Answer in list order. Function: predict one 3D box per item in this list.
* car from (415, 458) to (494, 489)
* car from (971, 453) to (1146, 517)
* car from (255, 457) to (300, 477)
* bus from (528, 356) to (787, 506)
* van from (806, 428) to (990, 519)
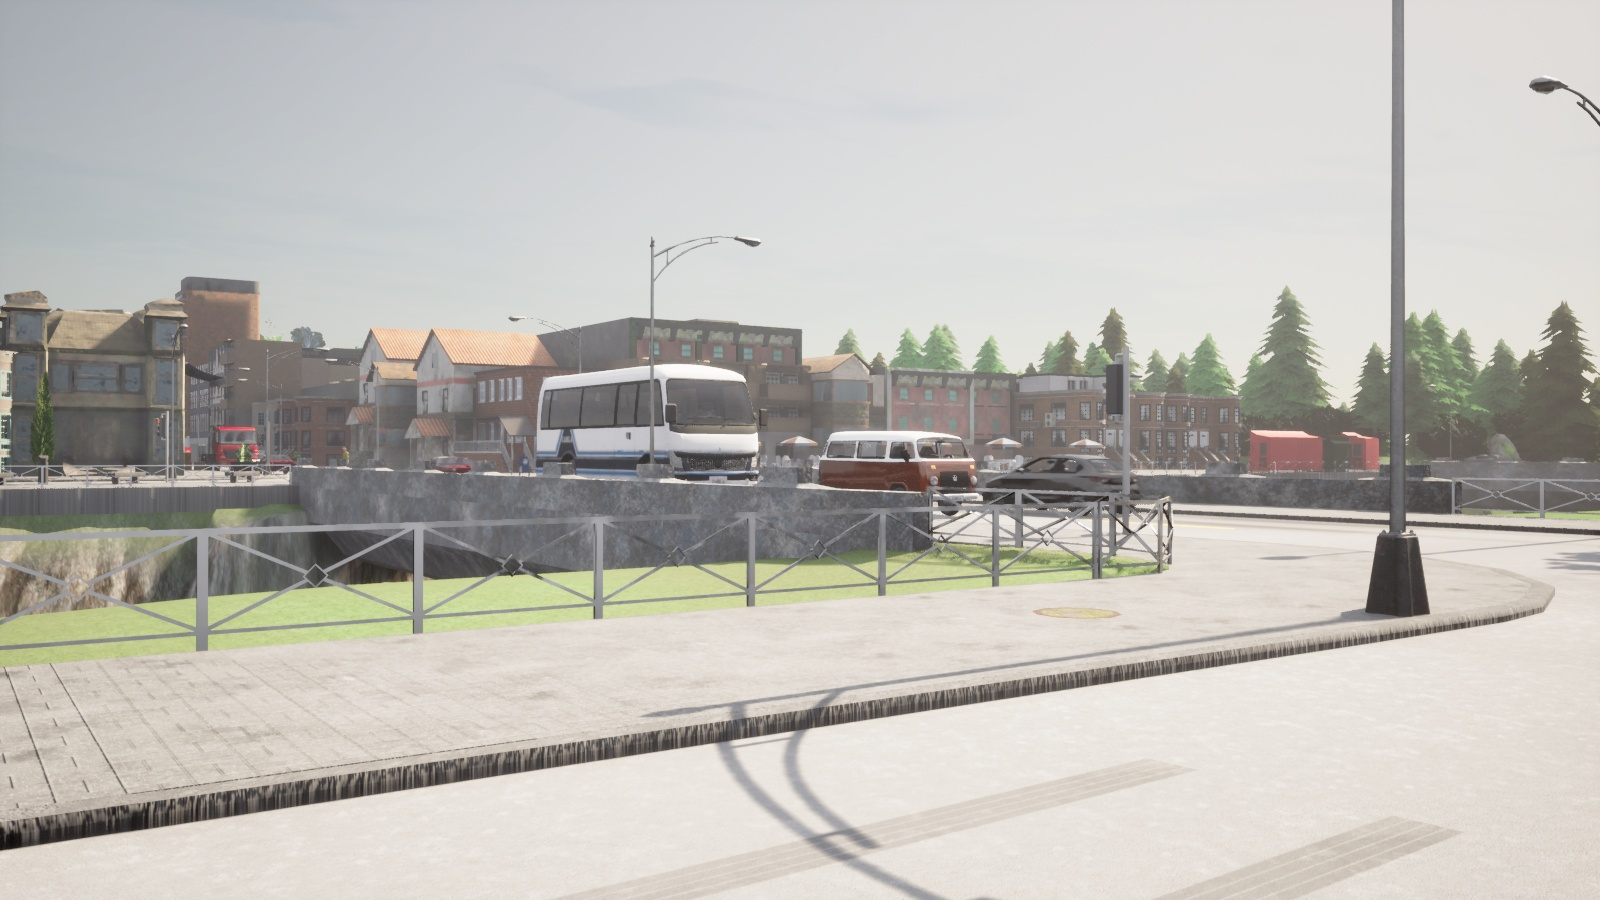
[{"bbox_3d":[-15.466,1.015,56.050,1.895,1.301,4.718,0,0,-36],"label":"car"},{"bbox_3d":[6.416,0.822,31.531,1.816,1.474,4.193,0,0,-35],"label":"car"},{"bbox_3d":[-34.913,1.124,83.837,1.895,1.301,4.718,0,0,-34],"label":"car"},{"bbox_3d":[-4.950,-0.521,40.842,3.944,4.253,10.273,0,0,-35],"label":"bus"},{"bbox_3d":[2.286,0.538,30.458,2.069,2.038,4.480,0,0,-35],"label":"van"}]
